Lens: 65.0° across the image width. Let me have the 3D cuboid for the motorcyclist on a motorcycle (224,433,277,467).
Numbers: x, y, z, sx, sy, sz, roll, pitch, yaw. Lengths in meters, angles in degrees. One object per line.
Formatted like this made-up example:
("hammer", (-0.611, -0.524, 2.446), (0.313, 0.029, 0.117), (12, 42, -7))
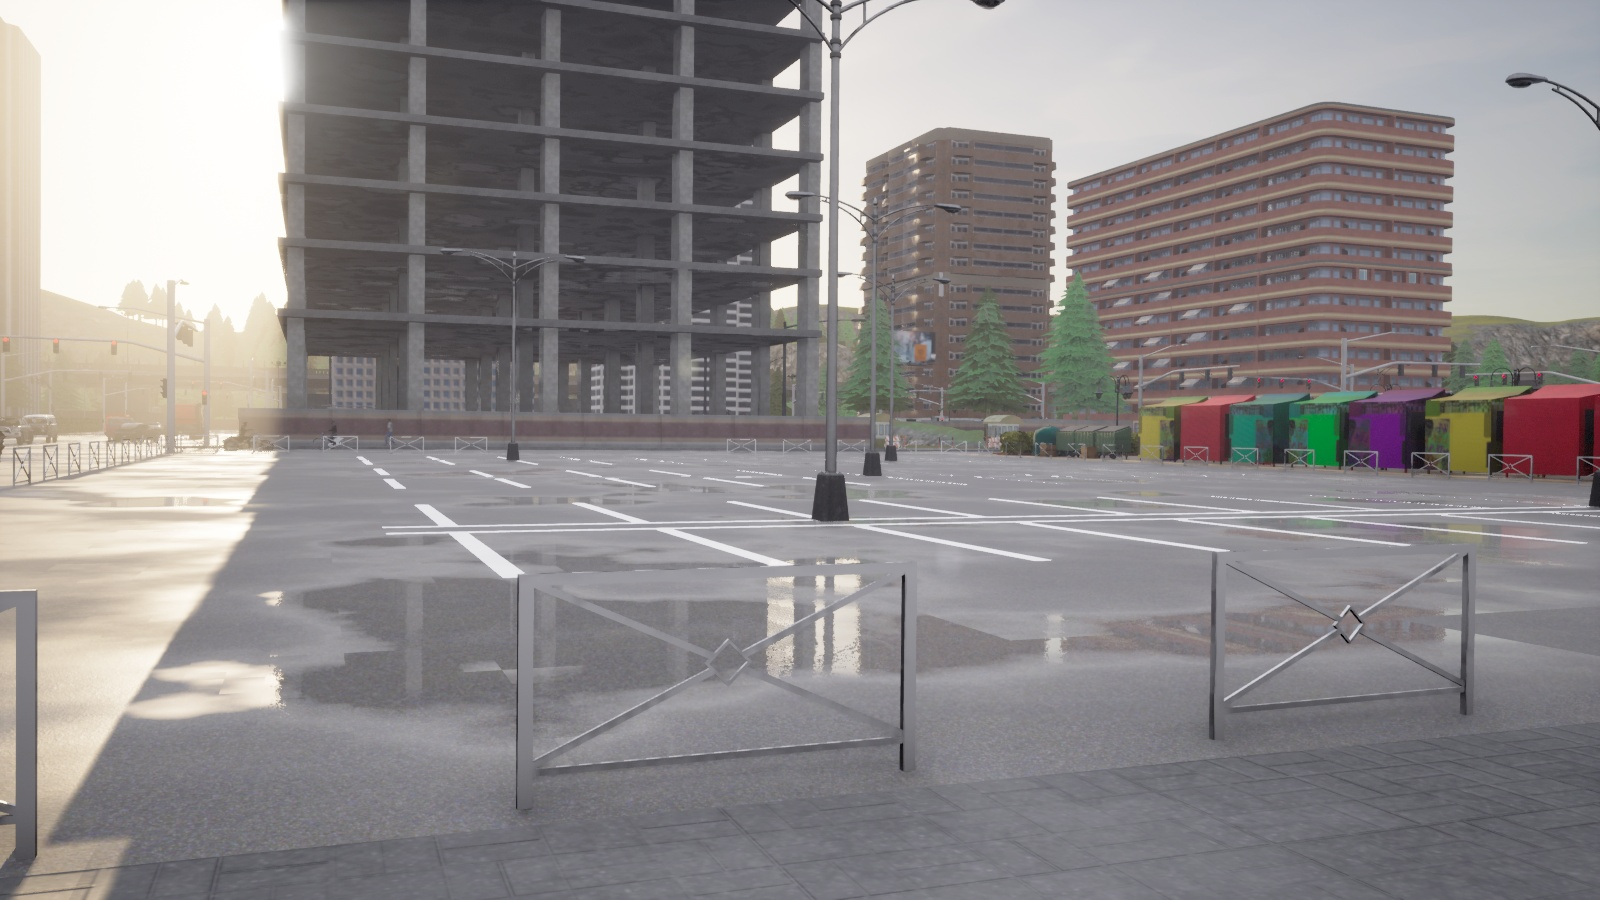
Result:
("motorcyclist on a motorcycle", (-27.268, -0.027, 62.356), (2.350, 1.649, 0.766), (-1, 1, -22))

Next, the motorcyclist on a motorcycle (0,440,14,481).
("motorcyclist on a motorcycle", (-30.371, 0.392, 47.284), (0.866, 1.530, 2.191), (-1, 1, -21))

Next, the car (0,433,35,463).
("car", (-51.124, -0.155, 81.270), (1.932, 1.855, 4.605), (-1, 1, -21))
